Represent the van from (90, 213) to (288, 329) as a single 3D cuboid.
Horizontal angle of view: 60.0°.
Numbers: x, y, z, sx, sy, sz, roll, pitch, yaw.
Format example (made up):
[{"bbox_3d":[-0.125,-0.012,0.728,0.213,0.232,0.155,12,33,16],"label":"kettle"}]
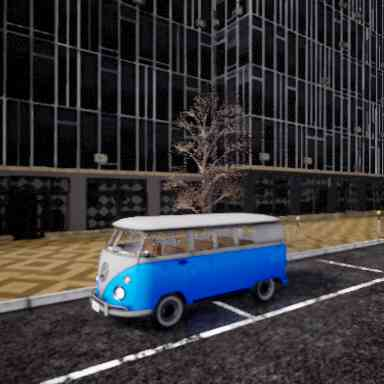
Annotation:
[{"bbox_3d":[0.141,1.348,6.657,3.998,1.788,1.690,0,0,-35],"label":"van"}]
